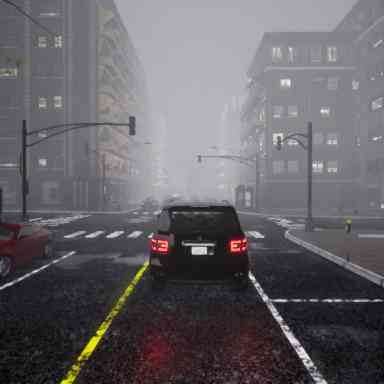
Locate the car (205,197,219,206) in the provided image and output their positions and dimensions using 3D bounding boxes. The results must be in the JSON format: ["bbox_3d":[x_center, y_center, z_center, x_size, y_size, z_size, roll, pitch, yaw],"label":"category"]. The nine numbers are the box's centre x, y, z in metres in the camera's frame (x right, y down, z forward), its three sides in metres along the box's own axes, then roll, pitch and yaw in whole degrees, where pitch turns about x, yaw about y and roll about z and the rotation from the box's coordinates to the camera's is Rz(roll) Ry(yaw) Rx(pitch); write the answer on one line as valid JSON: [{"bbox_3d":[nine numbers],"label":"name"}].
[{"bbox_3d":[3.164,1.549,53.594,2.008,1.369,4.403,0,0,1],"label":"car"}]

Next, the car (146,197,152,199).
[{"bbox_3d":[-5.319,1.438,42.399,1.967,1.590,4.097,0,0,1],"label":"car"}]

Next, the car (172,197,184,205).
[{"bbox_3d":[-2.512,1.563,61.569,1.994,1.385,4.181,0,0,1],"label":"car"}]

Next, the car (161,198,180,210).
[{"bbox_3d":[-2.709,1.562,42.708,1.994,1.385,4.181,0,0,1],"label":"car"}]

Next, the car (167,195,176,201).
[{"bbox_3d":[-4.961,1.525,81.698,1.752,1.417,4.829,0,0,1],"label":"car"}]

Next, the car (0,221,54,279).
[{"bbox_3d":[-5.614,1.581,9.989,1.802,1.307,4.206,0,0,1],"label":"car"}]

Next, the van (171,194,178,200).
[{"bbox_3d":[-4.856,1.340,93.145,1.690,1.788,3.998,0,0,1],"label":"van"}]

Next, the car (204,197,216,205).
[{"bbox_3d":[3.215,1.543,59.232,1.887,1.381,4.507,0,0,1],"label":"car"}]

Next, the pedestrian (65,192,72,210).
[{"bbox_3d":[-12.421,0.902,33.456,0.375,1.860,0.375,0,-1,0],"label":"pedestrian"}]

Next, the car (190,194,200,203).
[{"bbox_3d":[0.670,1.354,72.899,2.097,1.767,4.553,0,0,1],"label":"car"}]

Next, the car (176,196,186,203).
[{"bbox_3d":[-2.356,1.522,71.874,1.812,1.442,4.674,0,0,1],"label":"car"}]

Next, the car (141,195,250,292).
[{"bbox_3d":[0.165,1.221,9.075,2.150,2.045,5.566,0,0,1],"label":"car"}]

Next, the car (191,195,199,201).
[{"bbox_3d":[0.744,1.477,82.676,1.882,1.535,5.008,0,0,1],"label":"car"}]

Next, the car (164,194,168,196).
[{"bbox_3d":[-5.063,1.314,70.591,2.192,1.841,5.009,0,0,1],"label":"car"}]

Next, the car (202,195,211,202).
[{"bbox_3d":[3.369,1.439,76.148,1.967,1.590,4.097,0,0,1],"label":"car"}]
